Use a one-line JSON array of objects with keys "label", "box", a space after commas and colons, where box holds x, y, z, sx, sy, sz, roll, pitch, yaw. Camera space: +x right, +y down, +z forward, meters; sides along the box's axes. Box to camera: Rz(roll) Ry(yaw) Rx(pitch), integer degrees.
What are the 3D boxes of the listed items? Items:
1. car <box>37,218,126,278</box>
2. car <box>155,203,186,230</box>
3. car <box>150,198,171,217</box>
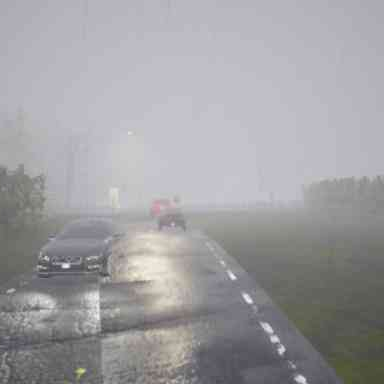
[{"label": "car", "box": [-3.268, 1.644, 10.672, 1.837, 1.490, 4.892, 0, -1, -3]}, {"label": "car", "box": [-1.460, 1.807, 23.420, 1.837, 1.490, 4.892, 0, -1, -6]}, {"label": "car", "box": [-3.503, 1.722, 37.187, 2.150, 2.045, 5.566, 0, -1, -8]}]
